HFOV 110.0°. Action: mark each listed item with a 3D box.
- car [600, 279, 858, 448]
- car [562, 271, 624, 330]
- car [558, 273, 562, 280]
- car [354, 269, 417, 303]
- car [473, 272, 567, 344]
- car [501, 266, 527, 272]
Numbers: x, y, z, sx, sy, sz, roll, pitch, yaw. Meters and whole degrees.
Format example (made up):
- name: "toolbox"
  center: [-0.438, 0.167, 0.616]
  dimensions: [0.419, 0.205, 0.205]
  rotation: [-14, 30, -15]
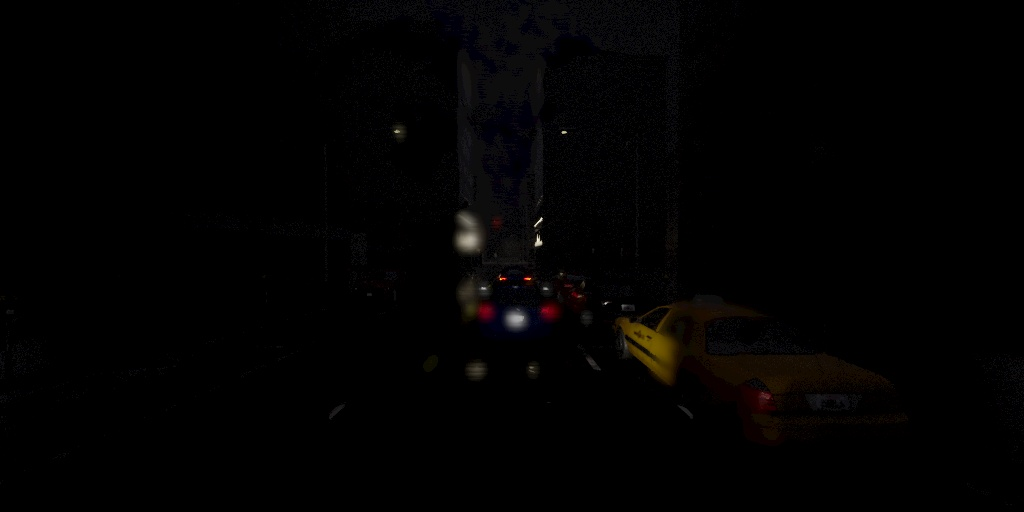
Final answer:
- name: "car"
  center: [2.875, 1.274, 5.504]
  dimensions: [1.751, 1.417, 4.829]
  rotation: [0, 0, 0]
- name: "car"
  center: [2.877, 1.313, 10.920]
  dimensions: [1.948, 1.339, 4.313]
  rotation: [0, 0, 0]
- name: "car"
  center: [2.878, 1.327, 16.506]
  dimensions: [1.802, 1.307, 4.207]
  rotation: [0, 0, 0]
- name: "car"
  center: [-5.667, 1.290, 16.506]
  dimensions: [1.888, 1.381, 4.507]
  rotation: [0, 0, 0]
- name: "car"
  center: [0.102, 1.312, 9.605]
  dimensions: [1.994, 1.385, 4.181]
  rotation: [0, 0, 0]
- name: "car"
  center: [0.107, 1.270, 19.619]
  dimensions: [1.812, 1.442, 4.674]
  rotation: [0, 0, -2]
